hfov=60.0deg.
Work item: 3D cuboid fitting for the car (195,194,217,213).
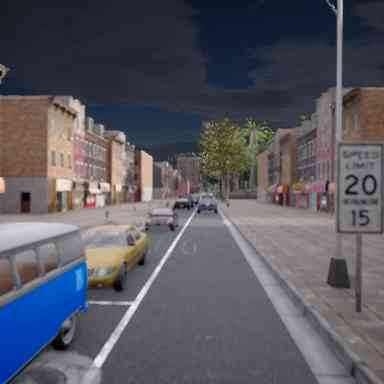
[{"bbox_3d":[1.702,1.369,36.648,2.097,1.767,4.553,0,0,3],"label":"car"}]

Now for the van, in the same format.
[{"bbox_3d":[-2.520,1.322,3.624,1.690,1.788,3.998,0,0,3],"label":"van"}]

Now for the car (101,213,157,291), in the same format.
[{"bbox_3d":[-2.273,1.508,9.060,1.752,1.417,4.829,0,0,3],"label":"car"}]

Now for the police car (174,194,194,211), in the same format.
[{"bbox_3d":[-1.143,1.421,41.827,1.930,1.638,5.238,0,0,3],"label":"police car"}]

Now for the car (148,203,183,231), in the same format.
[{"bbox_3d":[-1.752,1.570,20.442,1.802,1.307,4.206,0,0,3],"label":"car"}]

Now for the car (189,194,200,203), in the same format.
[{"bbox_3d":[0.561,1.334,70.895,2.192,1.841,5.009,0,0,3],"label":"car"}]

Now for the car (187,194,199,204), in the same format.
[{"bbox_3d":[0.304,1.329,65.288,2.192,1.841,5.009,0,0,3],"label":"car"}]

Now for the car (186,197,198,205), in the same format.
[{"bbox_3d":[0.046,1.555,59.683,1.887,1.381,4.507,0,0,3],"label":"car"}]

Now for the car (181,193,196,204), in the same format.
[{"bbox_3d":[-0.798,1.228,48.739,2.150,2.045,5.566,0,0,3],"label":"car"}]
